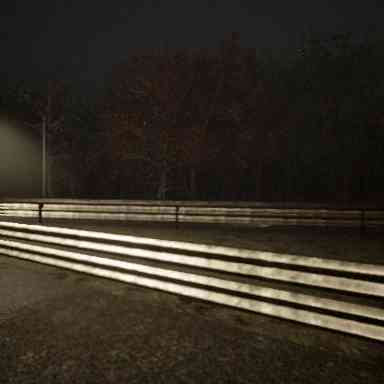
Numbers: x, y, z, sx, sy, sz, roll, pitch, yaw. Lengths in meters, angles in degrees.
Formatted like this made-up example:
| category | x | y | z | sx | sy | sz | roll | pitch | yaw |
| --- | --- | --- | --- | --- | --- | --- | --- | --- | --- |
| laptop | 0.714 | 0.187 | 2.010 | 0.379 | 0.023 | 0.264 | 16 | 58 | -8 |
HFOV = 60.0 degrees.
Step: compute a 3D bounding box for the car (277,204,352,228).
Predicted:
| category | x | y | z | sx | sy | sz | roll | pitch | yaw |
| --- | --- | --- | --- | --- | --- | --- | --- | --- | --- |
| car | 8.228 | 1.537 | 22.627 | 4.792 | 1.488 | 2.163 | 0 | 0 | 17 |
